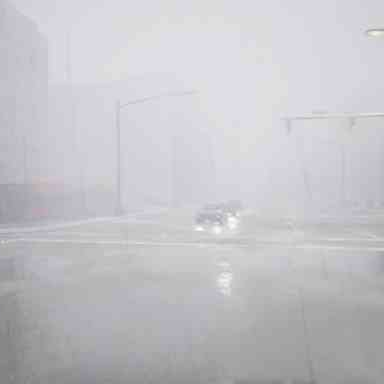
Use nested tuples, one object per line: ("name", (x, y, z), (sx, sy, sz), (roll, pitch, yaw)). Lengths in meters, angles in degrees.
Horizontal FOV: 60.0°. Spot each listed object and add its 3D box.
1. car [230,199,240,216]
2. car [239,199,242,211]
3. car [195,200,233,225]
("car", (3.568, 1.686, 34.160), (1.895, 1.301, 4.718), (-1, -1, 13))
("car", (5.599, 1.672, 43.811), (2.128, 1.511, 4.902), (-1, -1, 12))
("car", (1.589, 1.567, 24.765), (2.033, 1.411, 5.357), (0, 0, 12))
